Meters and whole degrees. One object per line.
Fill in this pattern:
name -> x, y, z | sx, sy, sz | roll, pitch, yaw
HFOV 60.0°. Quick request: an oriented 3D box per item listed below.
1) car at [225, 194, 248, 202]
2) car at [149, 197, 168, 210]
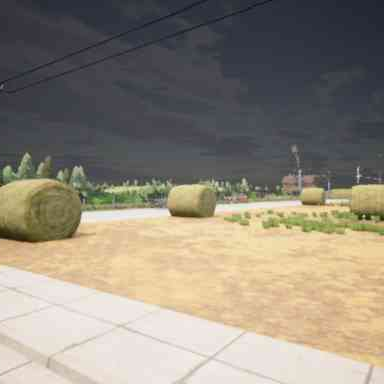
car -> 7.162, 0.940, 53.380 | 2.097, 1.767, 4.553 | 0, 0, 38
car -> -3.074, 1.369, 40.579 | 1.837, 1.490, 4.892 | 0, 0, 38
